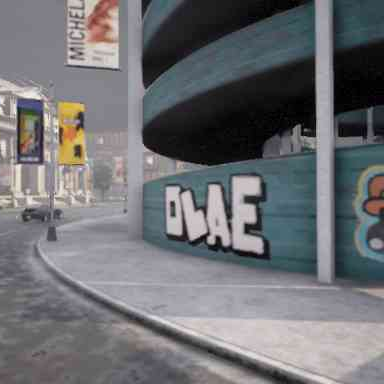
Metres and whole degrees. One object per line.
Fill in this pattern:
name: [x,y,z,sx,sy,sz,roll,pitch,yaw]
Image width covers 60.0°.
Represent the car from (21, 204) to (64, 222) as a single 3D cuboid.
car: [-13.185,1.825,29.602,1.837,1.490,4.892,-1,-1,3]
